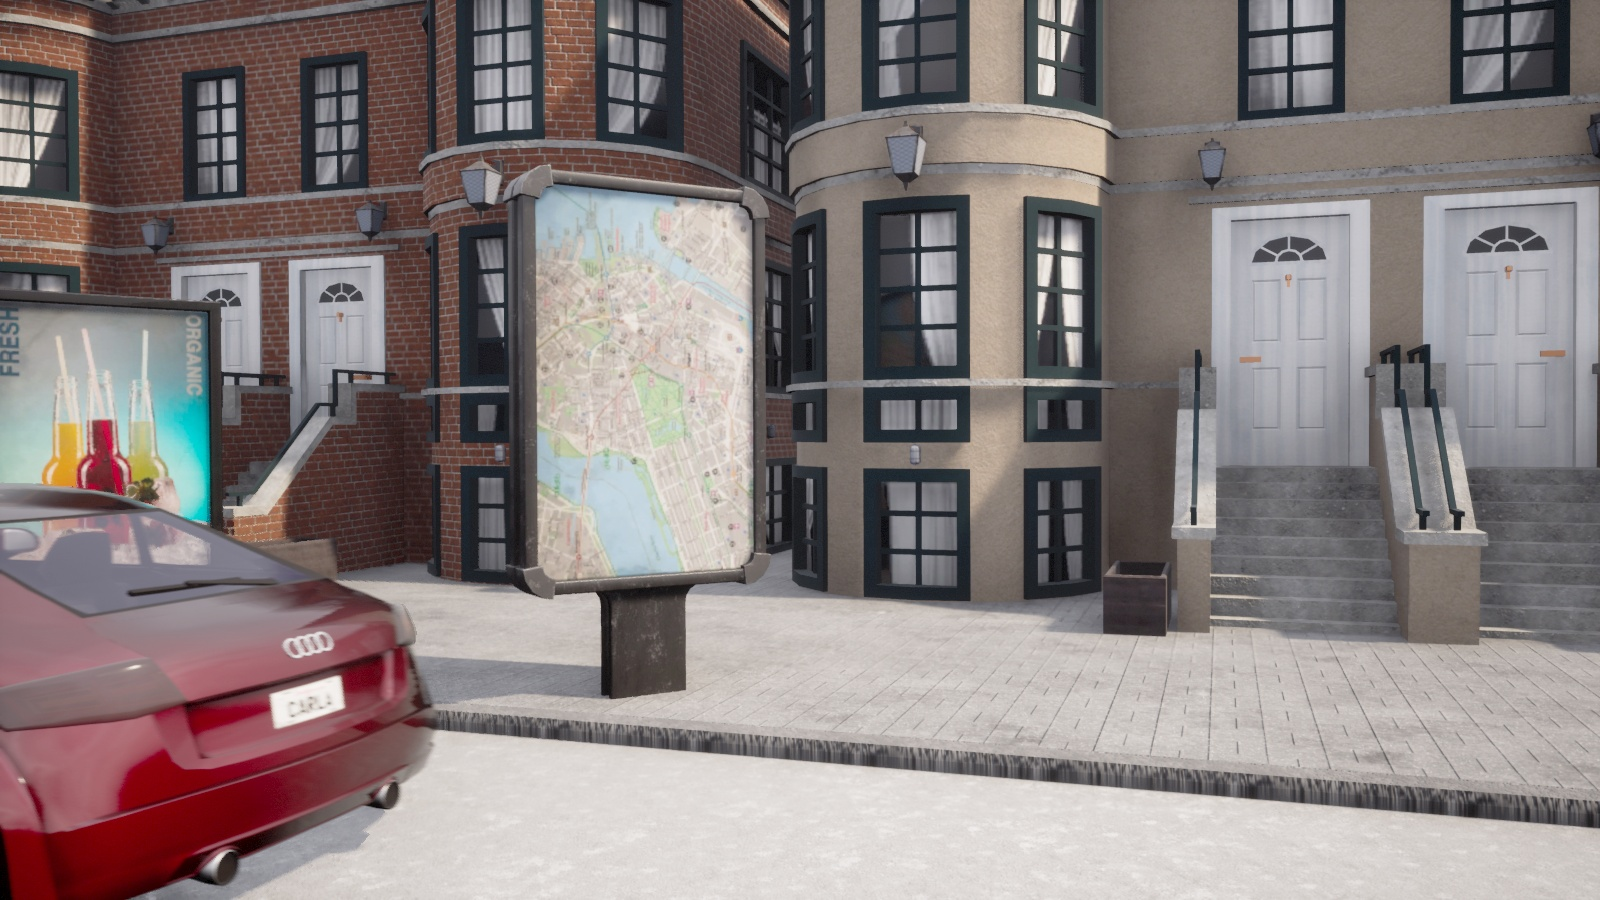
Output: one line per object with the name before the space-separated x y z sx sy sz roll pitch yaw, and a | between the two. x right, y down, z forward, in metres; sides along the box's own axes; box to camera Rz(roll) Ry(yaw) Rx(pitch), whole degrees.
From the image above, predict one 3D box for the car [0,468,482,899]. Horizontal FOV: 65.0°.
car | -3.621 0.798 4.940 4.181 1.385 1.994 1 1 19
